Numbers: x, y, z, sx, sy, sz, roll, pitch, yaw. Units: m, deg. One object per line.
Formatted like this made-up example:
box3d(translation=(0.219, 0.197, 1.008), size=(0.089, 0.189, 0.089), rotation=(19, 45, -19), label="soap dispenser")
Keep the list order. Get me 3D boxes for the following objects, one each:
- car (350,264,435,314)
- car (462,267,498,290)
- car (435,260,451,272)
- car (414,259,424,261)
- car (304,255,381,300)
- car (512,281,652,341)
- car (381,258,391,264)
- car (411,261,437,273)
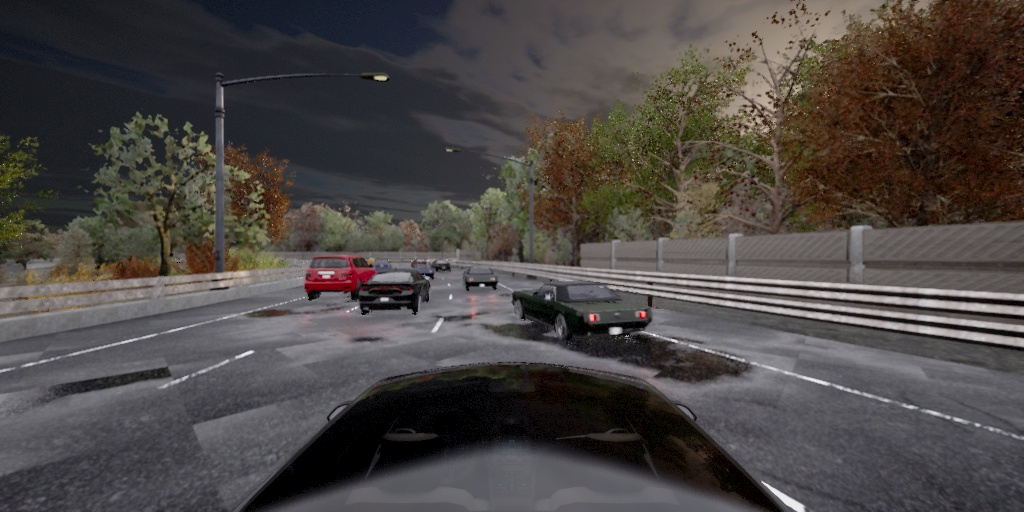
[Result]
box3d(translation=(-4.319, 1.231, 13.828), size=(1.882, 1.535, 5.008), rotation=(0, 0, -6), label="car")
box3d(translation=(-2.129, 1.355, 22.550), size=(1.895, 1.301, 4.718), rotation=(0, 0, -11), label="car")
box3d(translation=(-9.012, 1.238, 44.834), size=(1.882, 1.535, 5.008), rotation=(0, 0, -22), label="car")
box3d(translation=(-14.923, 1.243, 57.758), size=(1.882, 1.535, 5.008), rotation=(0, 0, -27), label="car")
box3d(translation=(-8.401, 0.977, 18.032), size=(2.150, 2.045, 5.566), rotation=(0, 0, -9), label="car")
box3d(translation=(1.550, 1.352, 9.973), size=(1.895, 1.301, 4.718), rotation=(0, 0, -19), label="car")
box3d(translation=(-15.605, 1.114, 42.733), size=(2.097, 1.767, 4.553), rotation=(0, 0, -22), label="car")
box3d(translation=(-8.165, 1.359, 32.440), size=(1.895, 1.301, 4.718), rotation=(0, 0, -17), label="car")
